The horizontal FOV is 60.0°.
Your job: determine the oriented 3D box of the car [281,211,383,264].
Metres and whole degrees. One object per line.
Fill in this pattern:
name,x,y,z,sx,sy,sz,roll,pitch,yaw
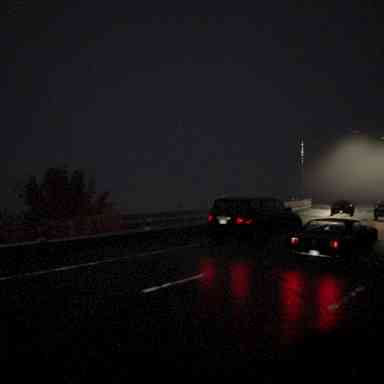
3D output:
car,5.213,1.591,11.972,1.895,1.301,4.718,0,0,40

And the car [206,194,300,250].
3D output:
car,2.922,1.214,14.697,2.150,2.045,5.566,0,0,40

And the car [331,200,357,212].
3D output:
car,14.204,1.479,31.246,1.837,1.490,4.892,0,0,28

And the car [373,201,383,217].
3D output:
car,16.059,1.466,27.340,2.128,1.511,4.902,0,0,31
